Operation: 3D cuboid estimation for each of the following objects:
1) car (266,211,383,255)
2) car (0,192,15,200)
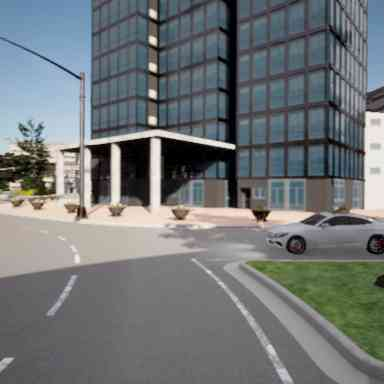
[{"bbox_3d":[5.161,1.472,12.455,4.674,1.442,1.812,0,0,-1],"label":"car"},{"bbox_3d":[-34.723,0.761,62.299,1.812,1.442,4.674,0,0,-10],"label":"car"}]
